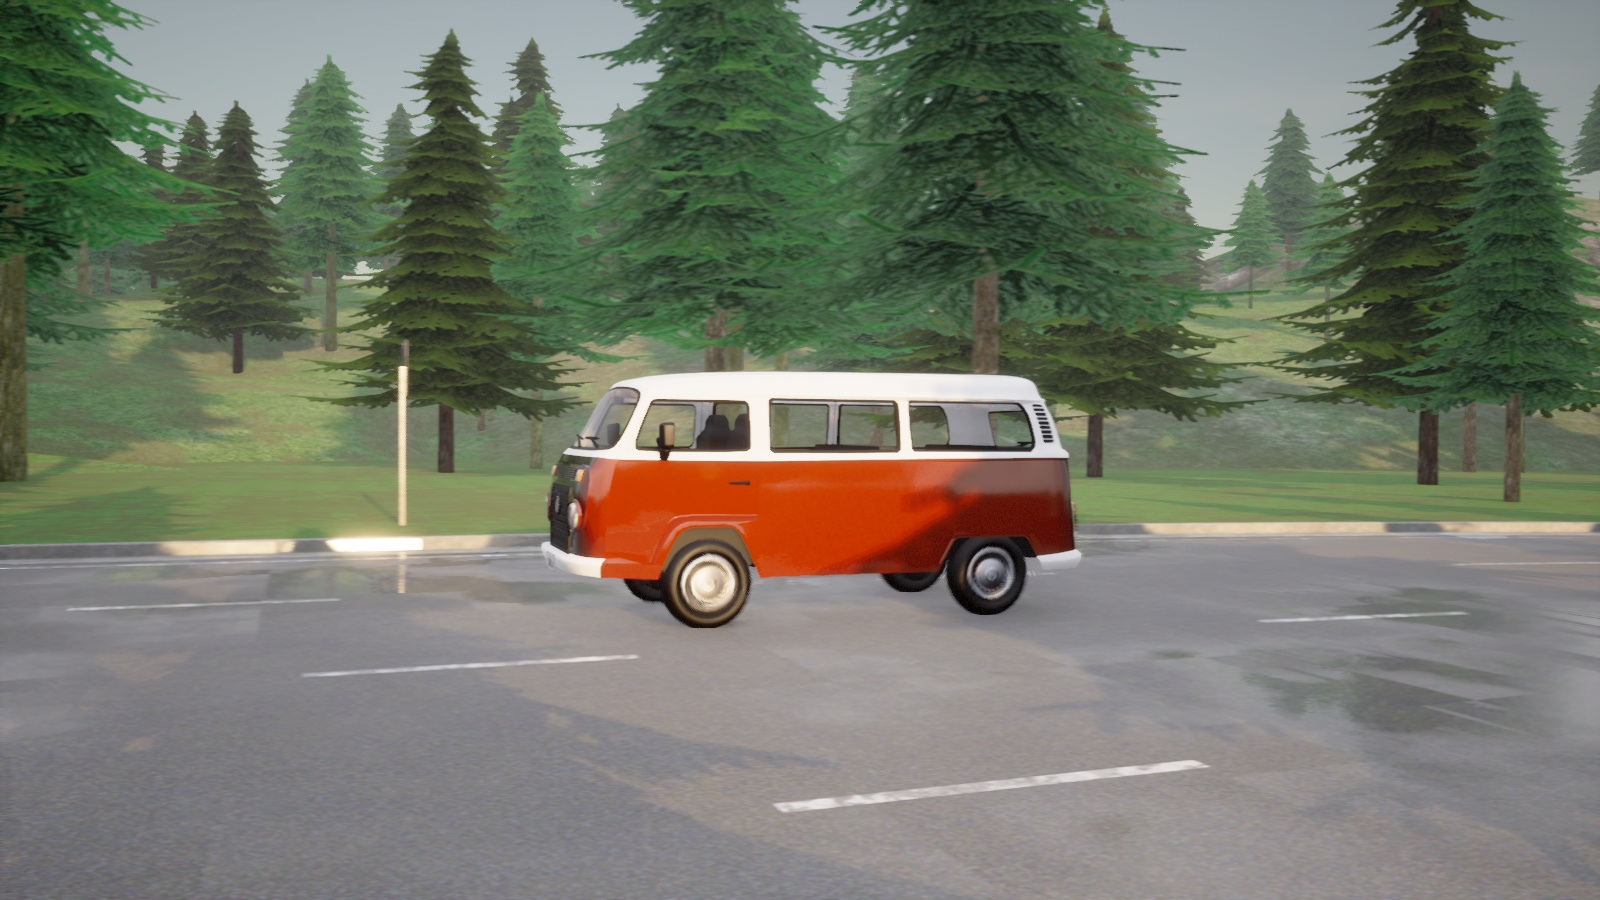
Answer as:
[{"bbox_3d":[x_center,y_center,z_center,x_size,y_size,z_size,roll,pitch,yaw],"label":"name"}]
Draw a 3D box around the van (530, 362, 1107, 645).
[{"bbox_3d":[0.117,0.338,10.770,4.480,2.038,2.069,-1,1,-20],"label":"van"}]
